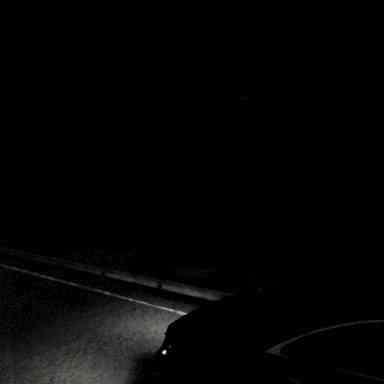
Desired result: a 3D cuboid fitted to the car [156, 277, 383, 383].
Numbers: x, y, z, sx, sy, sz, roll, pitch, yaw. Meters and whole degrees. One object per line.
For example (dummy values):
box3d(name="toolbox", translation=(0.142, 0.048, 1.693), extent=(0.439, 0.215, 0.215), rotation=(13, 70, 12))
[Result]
box3d(name="car", translation=(1.880, 1.506, 2.678), extent=(4.892, 1.490, 1.837), rotation=(0, 0, 35))
